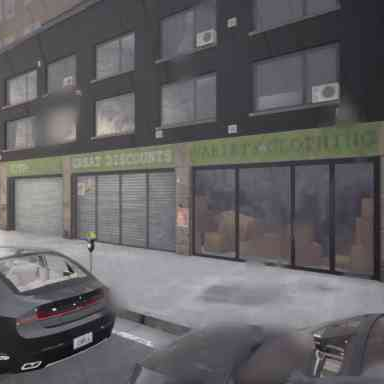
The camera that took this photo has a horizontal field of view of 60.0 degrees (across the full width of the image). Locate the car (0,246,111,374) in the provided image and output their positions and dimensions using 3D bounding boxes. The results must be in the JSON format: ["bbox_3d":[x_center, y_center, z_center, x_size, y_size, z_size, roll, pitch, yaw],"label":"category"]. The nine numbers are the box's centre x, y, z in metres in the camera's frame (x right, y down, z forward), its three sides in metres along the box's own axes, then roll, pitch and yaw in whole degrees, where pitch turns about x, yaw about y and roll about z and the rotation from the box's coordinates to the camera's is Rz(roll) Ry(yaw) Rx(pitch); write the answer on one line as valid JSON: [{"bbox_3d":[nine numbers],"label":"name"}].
[{"bbox_3d":[-3.090,1.551,5.272,4.403,1.369,2.008,0,0,35],"label":"car"}]

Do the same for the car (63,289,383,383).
[{"bbox_3d":[1.417,1.551,2.077,4.403,1.369,2.008,0,0,35],"label":"car"}]
